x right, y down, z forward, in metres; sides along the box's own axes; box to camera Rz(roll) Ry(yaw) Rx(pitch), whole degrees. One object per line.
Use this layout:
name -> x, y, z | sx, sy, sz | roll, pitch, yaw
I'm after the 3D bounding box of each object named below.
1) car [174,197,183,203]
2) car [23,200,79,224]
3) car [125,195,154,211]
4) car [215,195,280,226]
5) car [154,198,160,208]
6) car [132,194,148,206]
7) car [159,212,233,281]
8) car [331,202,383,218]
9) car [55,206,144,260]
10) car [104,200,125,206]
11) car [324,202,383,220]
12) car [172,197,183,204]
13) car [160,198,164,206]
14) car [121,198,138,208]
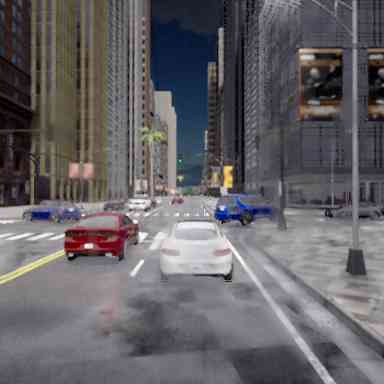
car -> -3.234, 1.953, 82.150 | 1.994, 1.385, 4.181 | 0, 0, 0
car -> -10.889, 1.422, 25.710 | 4.553, 1.767, 2.097 | 0, 0, 27
car -> -6.590, 1.374, 42.573 | 2.150, 2.045, 5.566 | 0, 0, 0
car -> 4.100, 1.231, 23.610 | 5.566, 2.045, 2.150 | 0, -3, -39
car -> -6.559, 1.710, 52.286 | 1.837, 1.490, 4.892 | 0, 0, 1
car -> -9.738, 1.493, 63.013 | 2.150, 2.045, 5.566 | 0, 0, 0
car -> 0.101, 1.538, 9.764 | 1.812, 1.442, 4.674 | 0, 0, 0
car -> 15.191, 1.604, 30.303 | 4.313, 1.339, 1.947 | 0, 0, -1
car -> -3.183, 1.497, 12.568 | 1.882, 1.535, 5.008 | 0, 0, -1
car -> -9.839, 1.699, 42.530 | 2.033, 1.411, 5.357 | 0, 0, 0
car -> 13.204, 1.581, 27.518 | 4.181, 1.385, 1.994 | 0, -1, -1
car -> -3.235, 1.850, 71.152 | 1.812, 1.442, 4.674 | 0, 0, 0
car -> -6.488, 1.793, 62.243 | 1.812, 1.442, 4.674 | 0, 0, 0
car -> -9.808, 1.732, 52.439 | 1.812, 1.442, 4.674 | 0, 0, 1
